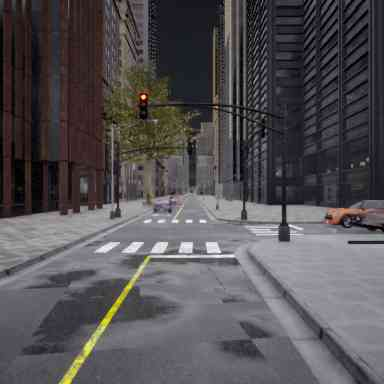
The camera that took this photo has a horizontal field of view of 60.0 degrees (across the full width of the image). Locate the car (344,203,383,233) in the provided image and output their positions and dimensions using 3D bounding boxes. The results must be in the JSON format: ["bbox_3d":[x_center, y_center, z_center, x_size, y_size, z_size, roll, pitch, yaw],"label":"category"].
[{"bbox_3d":[11.538,1.491,18.082,5.357,1.411,2.033,0,0,0],"label":"car"}]

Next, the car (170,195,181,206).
[{"bbox_3d":[-3.041,1.390,56.086,2.097,1.767,4.553,0,0,0],"label":"car"}]

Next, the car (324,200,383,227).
[{"bbox_3d":[10.860,1.311,21.182,4.553,1.767,2.097,0,0,0],"label":"car"}]

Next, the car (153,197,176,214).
[{"bbox_3d":[-3.072,1.533,35.799,1.812,1.442,4.674,0,0,0],"label":"car"}]
